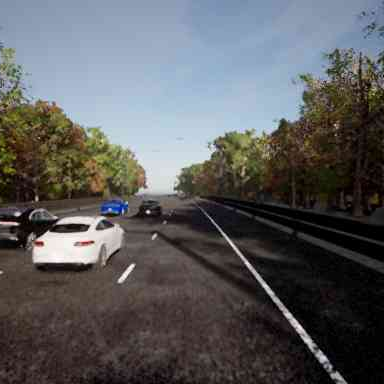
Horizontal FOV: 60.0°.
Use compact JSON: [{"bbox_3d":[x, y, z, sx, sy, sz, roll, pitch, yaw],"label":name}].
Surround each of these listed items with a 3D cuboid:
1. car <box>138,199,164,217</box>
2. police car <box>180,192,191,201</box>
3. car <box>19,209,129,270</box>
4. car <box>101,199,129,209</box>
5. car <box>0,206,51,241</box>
[{"bbox_3d":[-3.725,1.408,30.256,1.837,1.490,4.892,0,0,-1],"label":"car"},{"bbox_3d":[-1.221,1.306,82.654,1.930,1.638,5.238,0,0,-3],"label":"police car"},{"bbox_3d":[-3.455,1.487,10.819,1.812,1.442,4.674,0,0,0],"label":"car"},{"bbox_3d":[-7.260,1.378,31.751,1.882,1.535,5.008,0,0,-1],"label":"car"},{"bbox_3d":[-6.954,1.353,14.019,2.128,1.511,4.902,6,-2,0],"label":"car"}]
